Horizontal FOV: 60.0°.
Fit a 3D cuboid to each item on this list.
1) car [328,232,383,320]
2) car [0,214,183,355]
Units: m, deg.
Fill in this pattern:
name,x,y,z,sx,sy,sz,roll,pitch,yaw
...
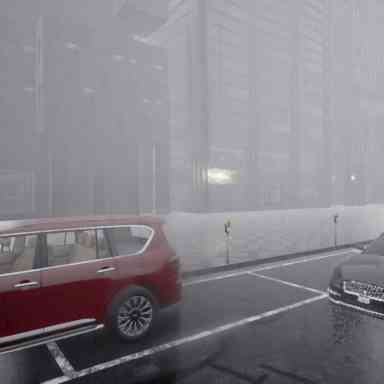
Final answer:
name,x,y,z,sx,sy,sz,roll,pitch,yaw
car,4.761,1.504,6.835,4.892,1.490,1.837,0,0,-36
car,-2.478,1.315,4.885,5.009,1.841,2.192,0,0,-36
